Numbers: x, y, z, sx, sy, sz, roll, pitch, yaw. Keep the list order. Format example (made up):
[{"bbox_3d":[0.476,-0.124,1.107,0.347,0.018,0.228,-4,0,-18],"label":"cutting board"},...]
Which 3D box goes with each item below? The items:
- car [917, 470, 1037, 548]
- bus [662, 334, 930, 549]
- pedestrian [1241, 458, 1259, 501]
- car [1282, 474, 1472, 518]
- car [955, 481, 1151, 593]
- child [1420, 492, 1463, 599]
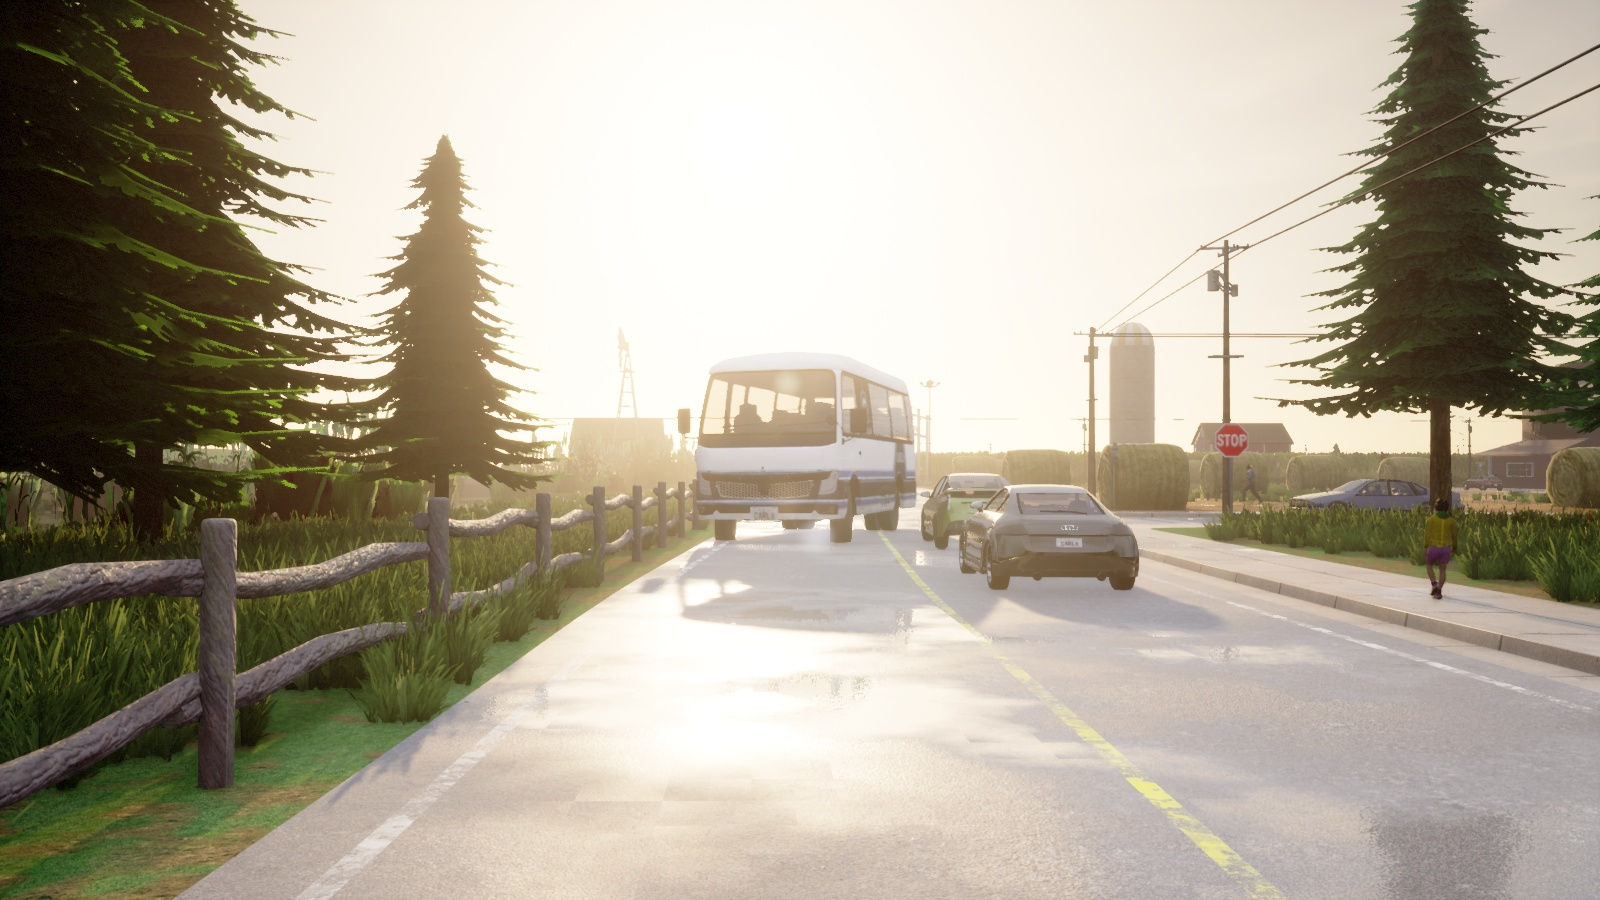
[{"bbox_3d":[3.652,1.186,26.687,2.007,1.525,4.514,0,-1,1],"label":"car"},{"bbox_3d":[0.375,-0.062,30.389,3.944,4.253,10.273,-1,-1,14],"label":"bus"},{"bbox_3d":[20.349,1.335,56.778,0.692,1.930,0.396,-1,-1,24],"label":"pedestrian"},{"bbox_3d":[19.042,1.509,41.586,5.357,1.411,2.033,0,-1,-1],"label":"car"},{"bbox_3d":[3.463,1.159,18.025,1.994,1.385,4.181,0,-1,1],"label":"car"},{"bbox_3d":[7.146,1.053,14.001,0.299,1.160,0.473,0,-1,11],"label":"child"}]
